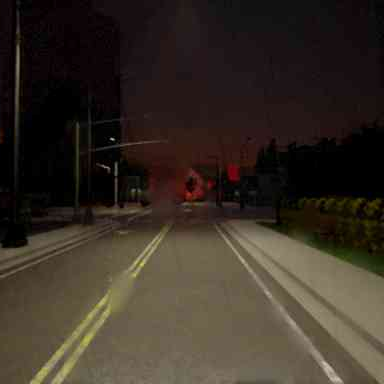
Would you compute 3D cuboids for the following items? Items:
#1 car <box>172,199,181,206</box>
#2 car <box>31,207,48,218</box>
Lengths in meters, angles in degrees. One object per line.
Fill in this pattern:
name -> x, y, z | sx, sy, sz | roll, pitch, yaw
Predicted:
car -> -3.516, 2.303, 76.138 | 1.882, 1.535, 5.008 | 0, -1, 0
car -> -18.456, 2.014, 35.718 | 5.357, 1.411, 2.033 | 0, -1, 0
